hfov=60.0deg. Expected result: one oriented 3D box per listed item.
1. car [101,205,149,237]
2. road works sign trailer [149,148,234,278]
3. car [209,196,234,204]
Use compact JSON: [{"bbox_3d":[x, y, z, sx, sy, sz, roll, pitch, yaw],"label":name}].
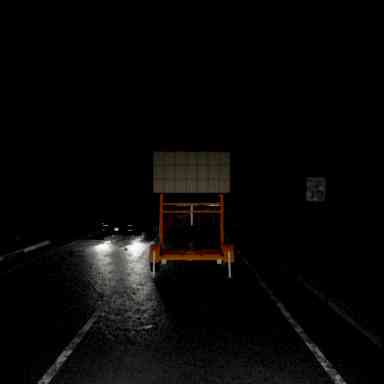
[{"bbox_3d":[-3.496,1.510,18.074,1.837,1.490,4.892,0,0,1],"label":"car"},{"bbox_3d":[-0.009,0.467,10.123,2.380,3.560,2.880,0,0,0],"label":"road works sign trailer"},{"bbox_3d":[5.207,1.427,57.939,2.033,1.411,5.357,-1,0,41],"label":"car"}]
